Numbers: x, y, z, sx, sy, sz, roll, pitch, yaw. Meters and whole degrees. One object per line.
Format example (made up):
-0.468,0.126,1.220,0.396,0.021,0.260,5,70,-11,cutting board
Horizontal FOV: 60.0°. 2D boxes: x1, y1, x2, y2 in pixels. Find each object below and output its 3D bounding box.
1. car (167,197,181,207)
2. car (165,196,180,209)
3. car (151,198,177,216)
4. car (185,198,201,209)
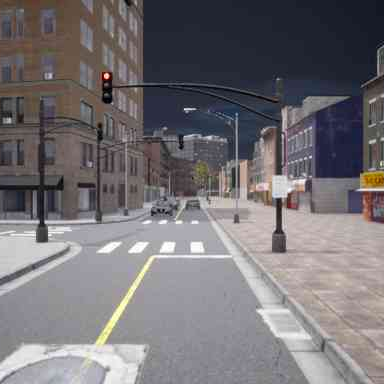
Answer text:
-2.815,1.560,52.710,2.033,1.411,5.357,0,0,0,car
-2.824,1.360,42.087,2.097,1.767,4.553,0,0,0,car
-2.832,1.568,32.315,1.994,1.385,4.181,0,0,0,car
0.127,1.501,46.102,2.128,1.511,4.902,0,0,0,car
